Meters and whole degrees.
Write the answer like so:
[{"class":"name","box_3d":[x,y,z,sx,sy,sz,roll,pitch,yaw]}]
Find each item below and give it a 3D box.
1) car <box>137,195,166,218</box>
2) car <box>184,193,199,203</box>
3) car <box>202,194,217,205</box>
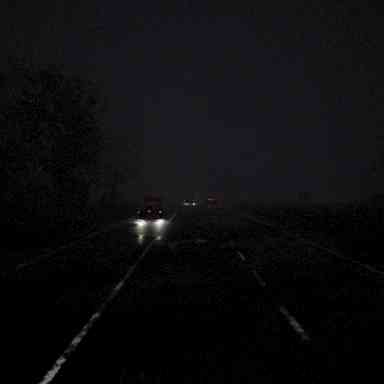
[{"class":"car","box_3d":[-3.612,1.273,30.780,2.150,2.045,5.566,0,0,0]},{"class":"car","box_3d":[-0.389,1.303,70.199,2.150,2.045,5.566,0,0,5]},{"class":"car","box_3d":[3.431,1.542,60.060,2.128,1.511,4.902,0,0,0]}]
